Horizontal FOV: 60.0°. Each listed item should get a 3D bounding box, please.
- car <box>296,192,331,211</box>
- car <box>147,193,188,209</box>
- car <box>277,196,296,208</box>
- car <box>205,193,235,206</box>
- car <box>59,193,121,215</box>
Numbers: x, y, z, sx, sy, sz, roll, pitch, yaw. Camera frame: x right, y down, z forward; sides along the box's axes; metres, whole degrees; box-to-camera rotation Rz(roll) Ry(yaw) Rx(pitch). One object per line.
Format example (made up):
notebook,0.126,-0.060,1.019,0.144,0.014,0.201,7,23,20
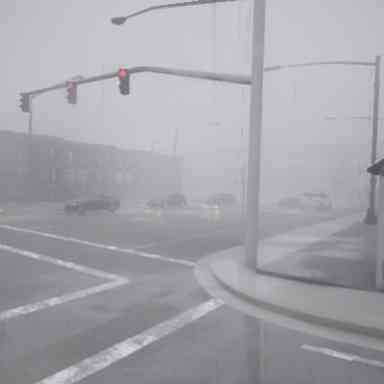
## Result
car,13.917,0.987,37.260,2.150,2.045,5.566,3,2,36
car,-2.370,0.854,32.927,1.837,1.490,4.892,3,2,36
car,12.021,1.194,40.633,1.994,1.385,4.181,3,2,36
car,3.558,0.856,41.149,1.837,1.490,4.892,3,2,36
car,-7.704,0.839,25.507,2.128,1.511,4.902,3,2,36
